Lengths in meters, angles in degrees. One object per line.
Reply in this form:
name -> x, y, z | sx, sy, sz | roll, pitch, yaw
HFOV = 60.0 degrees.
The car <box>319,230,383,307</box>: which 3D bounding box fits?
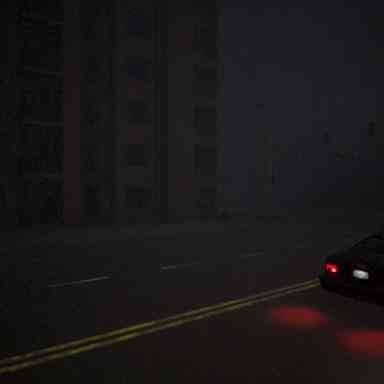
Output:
car -> 5.093, 1.532, 7.429 | 5.357, 1.411, 2.033 | 0, 0, -35
